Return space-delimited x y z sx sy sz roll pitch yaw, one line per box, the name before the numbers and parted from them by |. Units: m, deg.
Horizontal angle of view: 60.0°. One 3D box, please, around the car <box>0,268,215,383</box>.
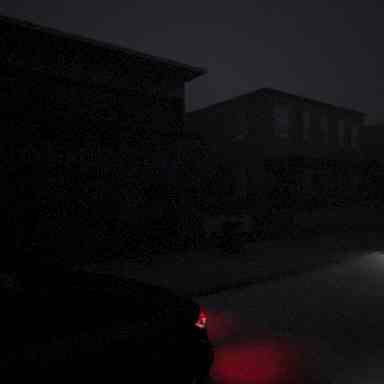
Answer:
car | -1.813 1.564 3.308 4.181 1.385 1.994 0 0 -36
